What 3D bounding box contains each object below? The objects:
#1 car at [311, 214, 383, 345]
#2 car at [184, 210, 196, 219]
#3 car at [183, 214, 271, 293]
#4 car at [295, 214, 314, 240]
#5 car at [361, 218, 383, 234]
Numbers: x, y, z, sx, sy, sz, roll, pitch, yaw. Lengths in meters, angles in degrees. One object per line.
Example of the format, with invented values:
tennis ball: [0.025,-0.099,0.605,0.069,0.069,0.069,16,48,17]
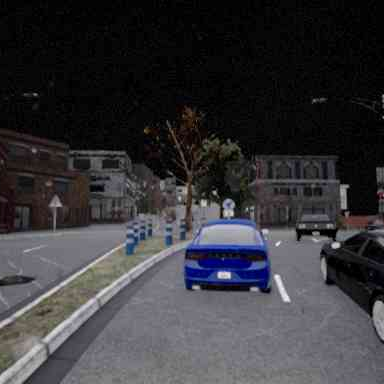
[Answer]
car: [3.861,1.433,6.182,1.882,1.535,5.008,-1,0,7]
car: [-0.723,5.682,77.414,2.150,2.045,5.566,0,0,0]
car: [1.042,1.458,8.931,1.882,1.535,5.008,-1,0,10]
car: [6.500,1.852,17.588,1.895,1.301,4.718,-2,-6,19]
car: [19.954,3.520,33.707,4.892,1.490,1.837,3,-8,-15]
